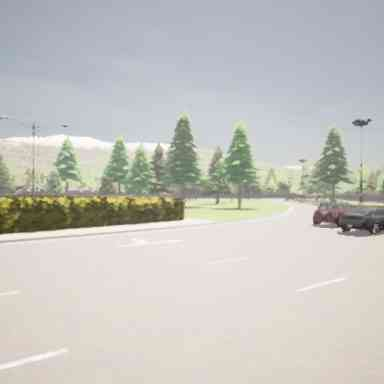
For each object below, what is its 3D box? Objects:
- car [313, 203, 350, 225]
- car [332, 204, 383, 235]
[{"bbox_3d":[10.970,1.562,24.470,4.553,1.767,2.097,1,0,-36],"label":"car"},{"bbox_3d":[10.835,1.690,20.077,4.892,1.490,1.837,1,0,-36],"label":"car"}]
